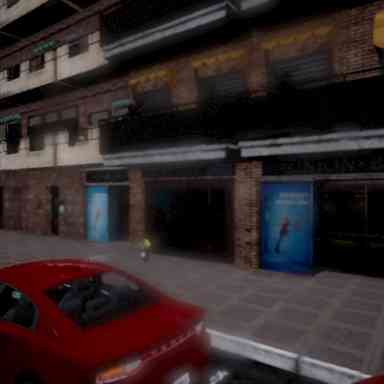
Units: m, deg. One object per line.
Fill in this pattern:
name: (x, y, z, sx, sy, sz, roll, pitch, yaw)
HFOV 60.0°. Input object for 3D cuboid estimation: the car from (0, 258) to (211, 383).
car: (-1.910, 1.546, 4.238, 4.507, 1.381, 1.887, 0, 0, 36)

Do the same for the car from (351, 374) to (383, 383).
car: (2.674, 1.544, 0.967, 4.507, 1.381, 1.887, 0, 0, 36)
